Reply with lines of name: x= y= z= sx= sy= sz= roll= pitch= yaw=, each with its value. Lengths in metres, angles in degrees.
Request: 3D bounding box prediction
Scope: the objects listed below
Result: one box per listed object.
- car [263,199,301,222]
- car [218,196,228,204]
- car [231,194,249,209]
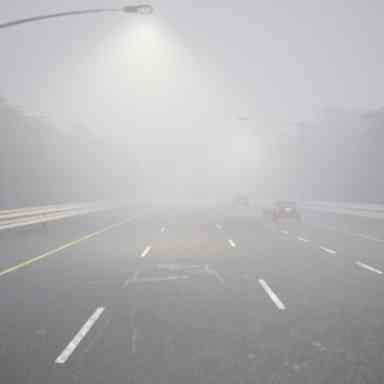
car: x=7.030 y=1.372 z=26.464 sx=2.097 sy=1.767 sz=4.553 roll=0 pitch=0 yaw=0
car: x=7.312 y=1.993 z=78.734 sx=1.882 sy=1.535 sz=5.008 roll=0 pitch=-1 yaw=0
car: x=7.116 y=1.384 z=49.423 sx=2.150 sy=2.045 sz=5.566 roll=0 pitch=-1 yaw=0
